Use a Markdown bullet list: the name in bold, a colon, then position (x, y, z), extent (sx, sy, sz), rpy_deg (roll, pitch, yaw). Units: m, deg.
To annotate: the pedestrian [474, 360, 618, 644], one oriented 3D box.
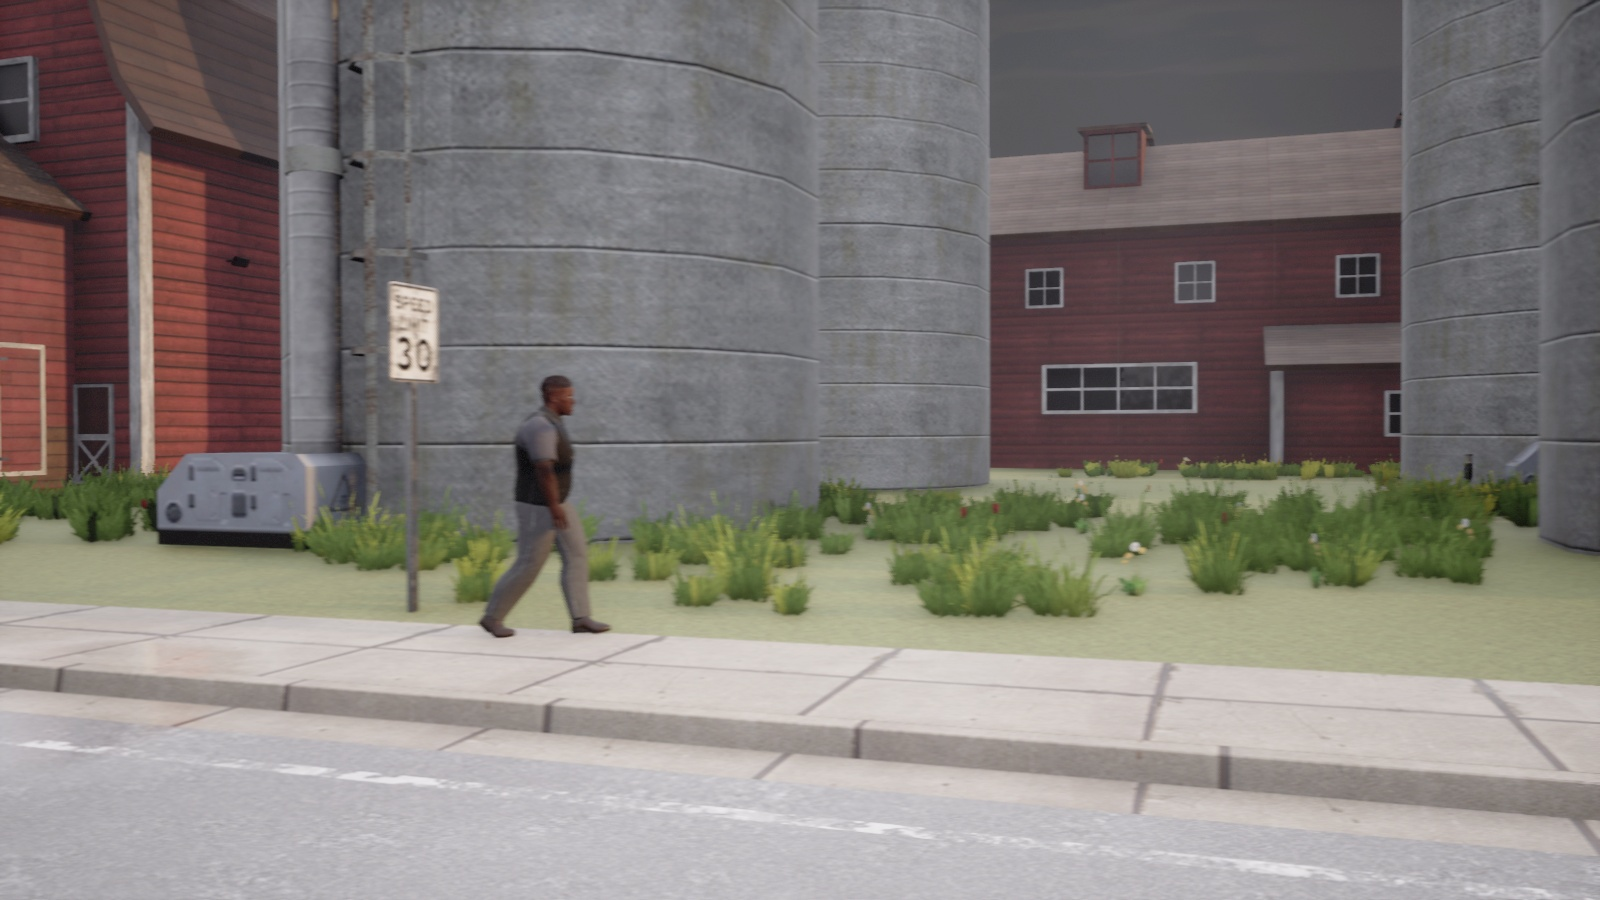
- **pedestrian**: position (-1.727, 0.337, 8.619), extent (0.849, 1.883, 0.563), rpy_deg (0, 1, 3)
